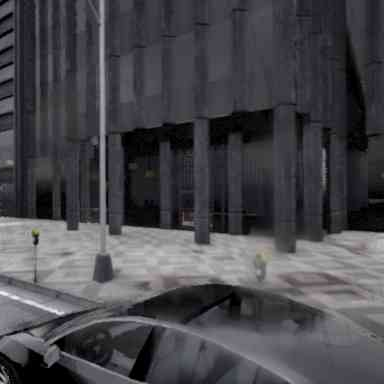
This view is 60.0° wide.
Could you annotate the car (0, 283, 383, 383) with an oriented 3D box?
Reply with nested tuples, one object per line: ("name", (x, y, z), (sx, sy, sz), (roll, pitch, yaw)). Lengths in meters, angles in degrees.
("car", (-0.131, 1.575, 3.058), (4.313, 1.339, 1.947), (0, 0, 35))
